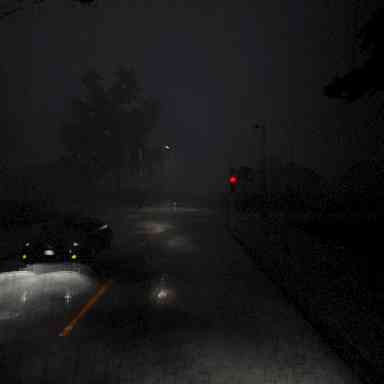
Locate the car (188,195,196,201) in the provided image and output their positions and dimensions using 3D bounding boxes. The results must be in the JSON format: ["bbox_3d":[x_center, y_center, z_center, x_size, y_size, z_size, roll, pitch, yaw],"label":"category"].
[{"bbox_3d":[-0.001,1.272,72.517,1.895,1.301,4.718,0,0,0],"label":"car"}]

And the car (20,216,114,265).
[{"bbox_3d":[-4.072,1.536,11.484,1.994,1.385,4.181,0,0,0],"label":"car"}]

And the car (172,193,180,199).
[{"bbox_3d":[-4.001,0.918,82.788,1.837,1.490,4.892,0,0,0],"label":"car"}]

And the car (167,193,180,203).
[{"bbox_3d":[-4.005,1.339,67.333,1.837,1.490,4.892,0,1,0],"label":"car"}]
